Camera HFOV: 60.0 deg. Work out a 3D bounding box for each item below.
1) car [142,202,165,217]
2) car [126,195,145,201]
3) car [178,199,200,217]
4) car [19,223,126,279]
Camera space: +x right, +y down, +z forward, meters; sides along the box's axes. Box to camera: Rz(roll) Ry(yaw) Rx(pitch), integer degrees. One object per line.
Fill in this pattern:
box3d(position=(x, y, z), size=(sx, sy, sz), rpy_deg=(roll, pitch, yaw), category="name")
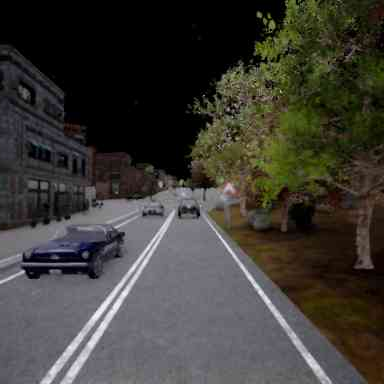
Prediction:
box3d(position=(-3.664, 1.687, 32.304), size=(1.994, 1.385, 4.181), rpy_deg=(0, 0, -1), category="car")
box3d(position=(-12.875, 1.320, 75.952), size=(1.895, 1.301, 4.718), rpy_deg=(-1, -1, 35), category="car")
box3d(position=(-0.323, 1.445, 33.287), size=(2.097, 1.767, 4.553), rpy_deg=(0, -1, -1), category="car")
box3d(position=(-3.414, 1.690, 10.469), size=(1.895, 1.301, 4.718), rpy_deg=(0, 0, -1), category="car")
